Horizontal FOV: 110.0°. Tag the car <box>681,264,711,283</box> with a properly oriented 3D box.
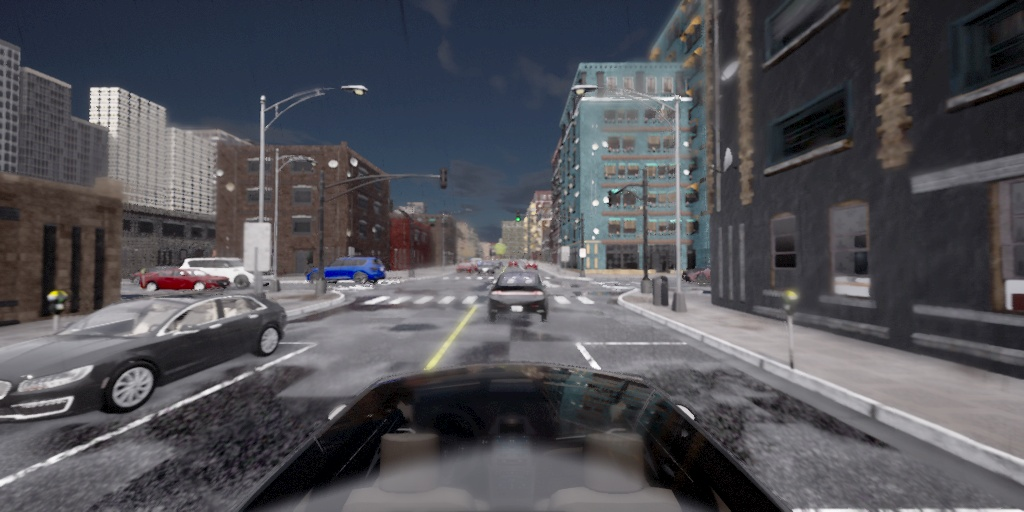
[{"bbox_3d":[14.848,1.289,26.739,4.181,1.385,1.994,-1,-1,1],"label":"car"}]

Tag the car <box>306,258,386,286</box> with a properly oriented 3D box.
[{"bbox_3d":[-12.433,1.165,27.068,5.566,2.045,2.150,-1,-2,4],"label":"car"}]

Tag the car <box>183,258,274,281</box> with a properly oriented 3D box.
[{"bbox_3d":[-18.992,1.155,23.982,5.566,2.045,2.150,-1,-1,1],"label":"car"}]

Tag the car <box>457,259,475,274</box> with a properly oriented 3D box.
[{"bbox_3d":[-5.612,1.423,43.903,1.888,1.381,4.507,0,0,0],"label":"car"}]

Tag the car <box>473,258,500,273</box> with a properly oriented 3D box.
[{"bbox_3d":[-2.942,1.363,42.159,2.128,1.511,4.902,0,0,0],"label":"car"}]

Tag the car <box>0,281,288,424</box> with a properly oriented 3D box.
[{"bbox_3d":[-5.677,1.313,5.947,2.007,1.370,4.403,0,0,0],"label":"car"}]

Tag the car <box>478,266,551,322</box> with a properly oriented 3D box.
[{"bbox_3d":[0.307,1.275,12.506,2.128,1.511,4.902,0,0,4],"label":"car"}]

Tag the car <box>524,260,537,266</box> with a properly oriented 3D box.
[{"bbox_3d":[2.888,1.354,55.301,1.967,1.591,4.097,0,0,0],"label":"car"}]

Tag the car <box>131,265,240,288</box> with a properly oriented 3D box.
[{"bbox_3d":[-19.224,1.420,21.244,4.507,1.381,1.888,0,0,1],"label":"car"}]

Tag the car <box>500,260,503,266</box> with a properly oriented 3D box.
[{"bbox_3d":[-2.852,1.413,57.562,2.128,1.511,4.902,0,0,1],"label":"car"}]
